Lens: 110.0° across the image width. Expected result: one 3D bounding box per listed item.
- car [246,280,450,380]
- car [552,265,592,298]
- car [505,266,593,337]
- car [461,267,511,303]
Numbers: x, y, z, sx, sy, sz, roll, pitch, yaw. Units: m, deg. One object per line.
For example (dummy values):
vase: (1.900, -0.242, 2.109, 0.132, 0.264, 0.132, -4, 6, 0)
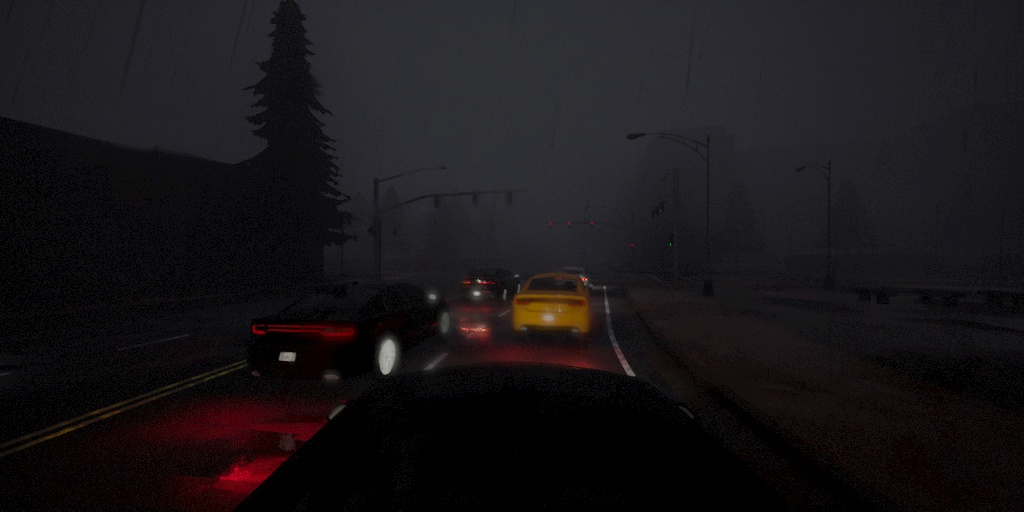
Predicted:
car: (-2.764, 1.227, 7.368, 1.882, 1.535, 5.008, 0, 0, 7)
car: (3.370, 1.271, 19.428, 1.812, 1.442, 4.674, 0, 0, 14)
car: (1.301, 1.226, 10.398, 1.882, 1.535, 5.008, 0, 0, 11)
car: (-0.859, 1.252, 16.672, 1.837, 1.490, 4.892, 0, 0, 13)
